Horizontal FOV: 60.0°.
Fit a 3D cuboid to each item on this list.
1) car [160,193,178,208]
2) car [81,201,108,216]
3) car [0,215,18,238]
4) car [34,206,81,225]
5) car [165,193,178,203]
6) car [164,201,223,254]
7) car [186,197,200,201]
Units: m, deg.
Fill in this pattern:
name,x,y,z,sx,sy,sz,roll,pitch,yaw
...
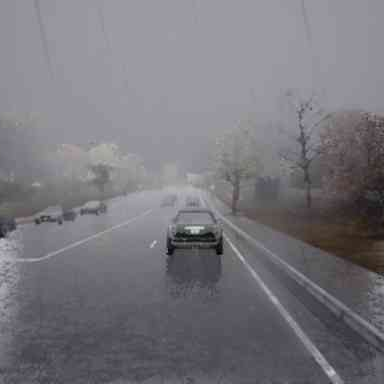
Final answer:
name,x,y,z,sx,sy,sz,roll,pitch,yaw
car,-3.479,1.411,47.062,2.033,1.411,5.357,0,3,0
car,-10.576,1.689,36.134,1.882,1.535,5.008,0,1,0
car,-10.602,1.665,16.068,2.033,1.411,5.357,0,0,1
car,-10.581,1.753,26.025,1.994,1.385,4.181,0,0,0
car,-3.474,0.948,57.488,2.033,1.411,5.357,0,3,0
car,0.106,1.455,14.081,2.097,1.767,4.553,0,0,0
car,0.119,1.397,47.377,2.033,1.411,5.357,0,3,0
